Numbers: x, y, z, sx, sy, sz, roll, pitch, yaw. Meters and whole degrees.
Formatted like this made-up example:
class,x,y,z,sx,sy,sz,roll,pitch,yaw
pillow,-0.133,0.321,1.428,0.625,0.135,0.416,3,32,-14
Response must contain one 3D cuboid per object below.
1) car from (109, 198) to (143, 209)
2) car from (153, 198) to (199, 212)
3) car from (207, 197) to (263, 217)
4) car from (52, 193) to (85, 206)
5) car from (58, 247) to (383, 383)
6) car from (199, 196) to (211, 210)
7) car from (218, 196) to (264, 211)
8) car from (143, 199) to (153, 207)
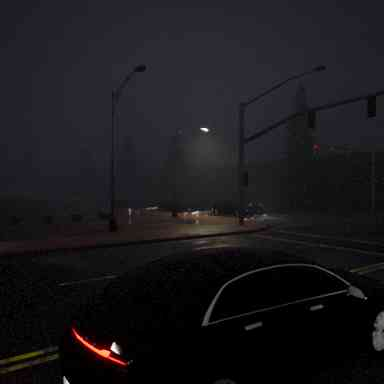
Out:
class,x,y,z,sx,sy,sz,roll,pitch,yaw
car,-9.429,1.524,45.785,4.674,1.442,1.812,0,0,36
car,-1.964,1.545,38.708,2.033,1.411,5.357,0,0,-39
car,3.840,1.503,30.883,1.837,1.490,4.892,0,0,-36
car,-20.643,1.217,55.662,5.566,2.045,2.150,0,0,17
car,0.858,1.505,4.408,4.892,1.490,1.837,0,0,-35
car,-0.311,1.502,41.936,1.837,1.490,4.892,0,0,-41
car,5.280,1.350,34.786,2.097,1.767,4.553,0,0,-37
car,-7.659,1.562,48.762,4.181,1.385,1.994,0,0,35
